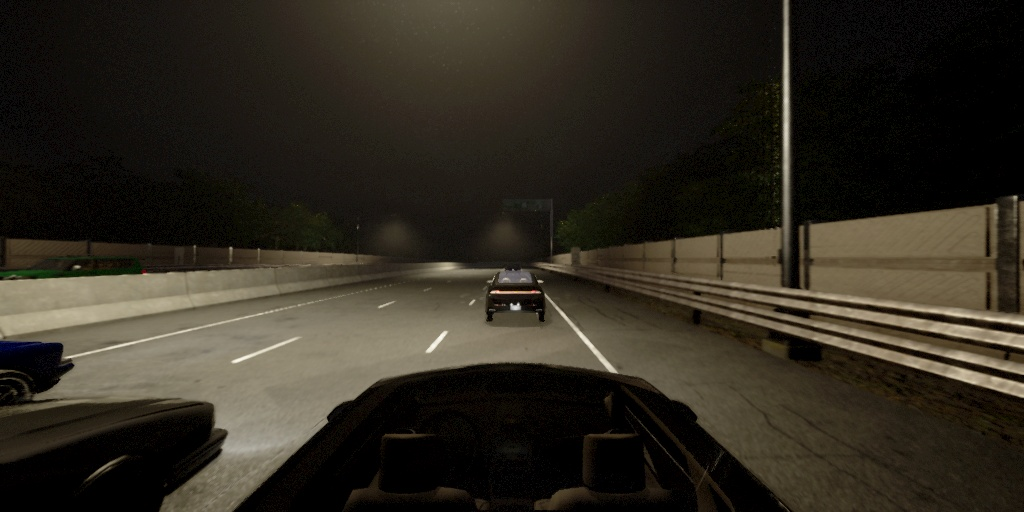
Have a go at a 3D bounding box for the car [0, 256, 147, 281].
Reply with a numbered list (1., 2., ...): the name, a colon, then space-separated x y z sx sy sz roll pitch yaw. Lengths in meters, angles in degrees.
1. car: -21.013 1.021 17.223 2.150 2.045 5.566 0 -1 0

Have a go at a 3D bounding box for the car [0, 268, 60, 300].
1. car: -24.524 1.316 16.393 1.812 1.442 4.674 0 -1 1

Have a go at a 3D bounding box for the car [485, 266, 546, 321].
1. car: 0.105 1.263 12.574 2.128 1.511 4.902 0 0 0

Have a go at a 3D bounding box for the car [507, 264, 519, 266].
1. car: 0.114 1.578 41.289 2.033 1.411 5.357 0 -1 0

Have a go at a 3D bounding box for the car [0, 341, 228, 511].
1. car: -3.399 1.298 0.612 2.033 1.411 5.357 0 0 0

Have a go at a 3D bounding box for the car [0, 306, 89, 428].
1. car: -6.898 1.352 2.682 1.895 1.301 4.718 0 0 0
